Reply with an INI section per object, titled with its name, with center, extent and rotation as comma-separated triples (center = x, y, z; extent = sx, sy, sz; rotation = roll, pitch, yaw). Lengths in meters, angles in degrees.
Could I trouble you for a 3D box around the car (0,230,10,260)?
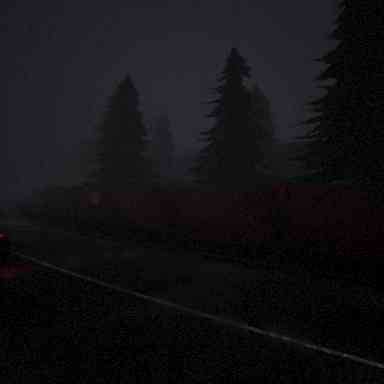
[car]
center = -7.723, 1.489, 11.180
extent = 4.181, 1.385, 1.994
rotation = 0, 0, 45
